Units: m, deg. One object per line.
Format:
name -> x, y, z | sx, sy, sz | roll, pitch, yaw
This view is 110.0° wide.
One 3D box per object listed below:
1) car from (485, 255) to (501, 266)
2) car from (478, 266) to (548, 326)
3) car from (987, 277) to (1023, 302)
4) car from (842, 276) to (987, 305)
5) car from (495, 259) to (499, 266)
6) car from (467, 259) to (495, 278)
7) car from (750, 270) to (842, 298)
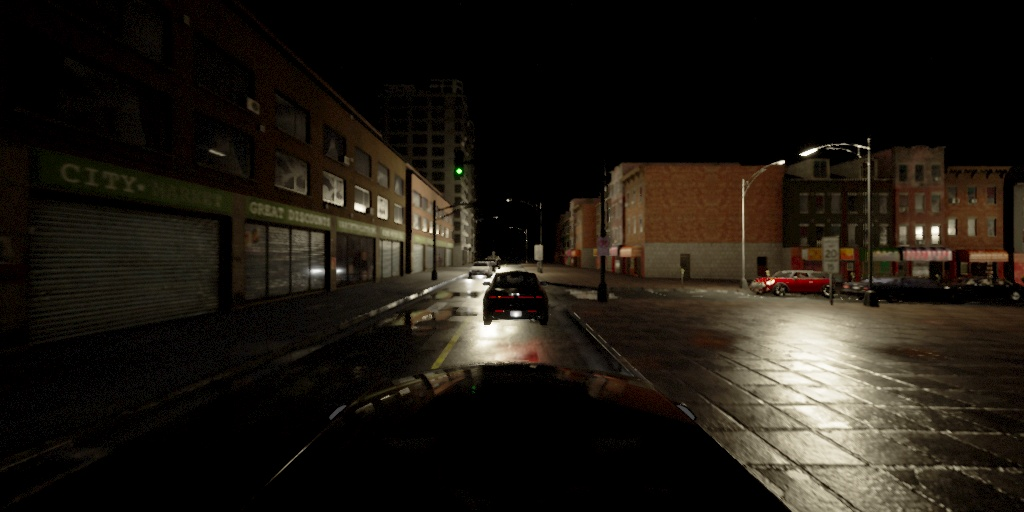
car -> -2.807, 0.911, 53.449 | 2.150, 2.045, 5.566 | 0, 0, 0
car -> 0.100, 1.245, 11.667 | 1.837, 1.490, 4.892 | 0, 0, 0
car -> 27.251, 1.901, 21.094 | 4.403, 1.370, 2.007 | 0, 0, 0
car -> 20.212, 1.737, 18.416 | 5.357, 1.411, 2.033 | 1, 0, 1
car -> -2.845, 1.308, 42.899 | 1.895, 1.301, 4.718 | 0, 0, 0
car -> -2.854, 1.246, 33.081 | 1.812, 1.442, 4.674 | 0, 0, 1
car -> 16.359, 1.556, 21.110 | 4.097, 1.591, 1.967 | 0, 0, 0
